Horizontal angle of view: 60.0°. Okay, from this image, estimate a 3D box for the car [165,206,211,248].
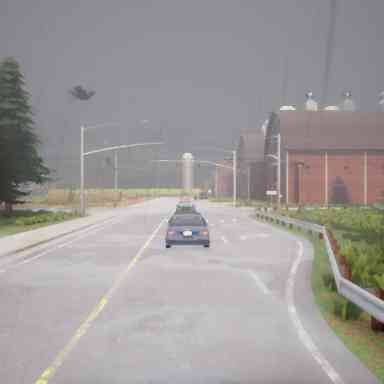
[{"bbox_3d":[-0.211,1.561,14.716,2.033,1.411,5.357,0,0,-1],"label":"car"}]

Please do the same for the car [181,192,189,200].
[{"bbox_3d":[-1.982,1.124,94.533,2.150,2.045,5.566,0,0,-1],"label":"car"}]

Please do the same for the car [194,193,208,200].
[{"bbox_3d":[2.346,1.143,87.141,1.905,1.878,3.866,-8,4,-44],"label":"car"}]

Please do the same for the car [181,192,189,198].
[{"bbox_3d":[-1.666,1.290,80.279,2.097,1.767,4.553,0,0,-1],"label":"car"}]

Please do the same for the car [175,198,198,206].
[{"bbox_3d":[-0.544,1.531,29.713,1.812,1.442,4.674,0,0,-1],"label":"car"}]
